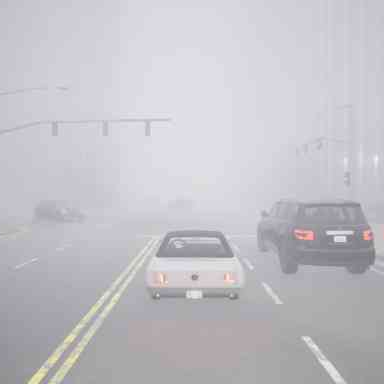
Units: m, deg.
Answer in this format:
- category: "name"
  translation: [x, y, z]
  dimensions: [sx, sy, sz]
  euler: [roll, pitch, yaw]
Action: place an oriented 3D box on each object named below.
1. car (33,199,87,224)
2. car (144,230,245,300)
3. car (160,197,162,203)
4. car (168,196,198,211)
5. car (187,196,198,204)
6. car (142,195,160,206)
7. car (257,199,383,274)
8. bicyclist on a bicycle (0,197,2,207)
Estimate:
- category: "car"
  translation: [-9.865, 1.352, 24.797]
  dimensions: [4.553, 1.767, 2.097]
  euler: [0, 0, 38]
- category: "car"
  translation: [0.072, 1.601, 8.346]
  dimensions: [1.895, 1.301, 4.718]
  euler: [0, 0, 1]
- category: "car"
  translation: [-6.936, 1.547, 65.737]
  dimensions: [2.033, 1.411, 5.357]
  euler: [0, 0, 1]
- category: "car"
  translation: [-1.321, 1.491, 41.654]
  dimensions: [2.128, 1.511, 4.902]
  euler: [0, 0, 22]
- category: "car"
  translation: [0.184, 1.491, 66.163]
  dimensions: [2.128, 1.511, 4.902]
  euler: [0, 0, 0]
- category: "car"
  translation: [-7.011, 1.352, 55.218]
  dimensions: [2.097, 1.767, 4.553]
  euler: [0, 0, 0]
- category: "car"
  translation: [3.589, 1.222, 10.699]
  dimensions: [2.150, 2.045, 5.566]
  euler: [0, 0, 0]
- category: "bicyclist on a bicycle"
  translation: [-26.356, 1.301, 45.380]
  dimensions: [0.582, 1.620, 1.656]
  euler: [0, 0, 0]
